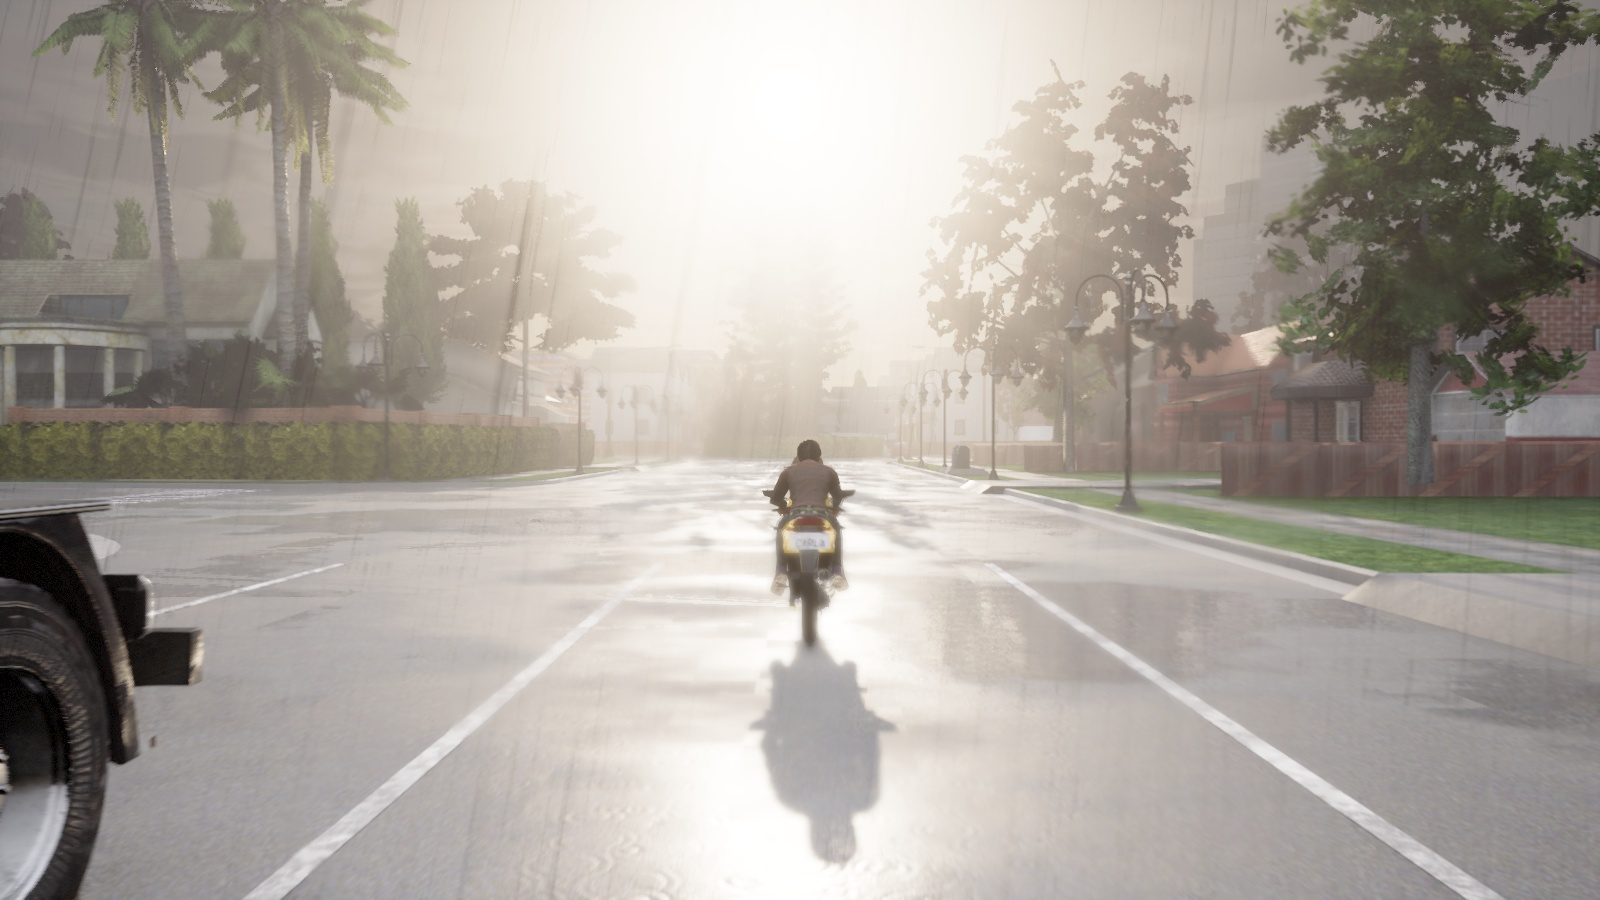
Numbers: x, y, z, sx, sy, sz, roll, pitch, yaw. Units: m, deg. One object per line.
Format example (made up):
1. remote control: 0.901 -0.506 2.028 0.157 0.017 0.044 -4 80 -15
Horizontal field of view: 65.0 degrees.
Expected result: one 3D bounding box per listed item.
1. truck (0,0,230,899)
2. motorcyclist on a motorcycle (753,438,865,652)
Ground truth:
1. truck: -3.481 -0.241 0.466 2.891 3.462 7.936 0 0 0
2. motorcyclist on a motorcycle: 0.072 0.672 9.975 0.797 1.523 2.044 0 0 0
